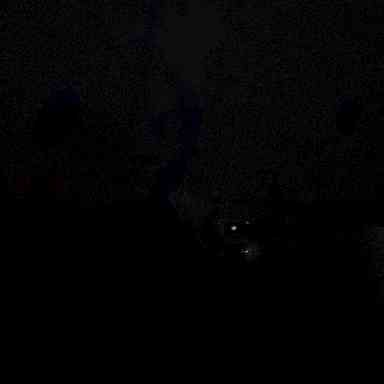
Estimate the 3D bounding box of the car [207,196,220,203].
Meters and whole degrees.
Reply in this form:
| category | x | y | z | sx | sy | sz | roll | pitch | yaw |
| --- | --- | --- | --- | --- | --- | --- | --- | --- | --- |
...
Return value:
| category | x | y | z | sx | sy | sz | roll | pitch | yaw |
| --- | --- | --- | --- | --- | --- | --- | --- | --- | --- |
| car | 3.887 | 1.323 | 61.410 | 1.895 | 1.301 | 4.718 | 0 | 0 | -6 |

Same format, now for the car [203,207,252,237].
| category | x | y | z | sx | sy | sz | roll | pitch | yaw |
| --- | --- | --- | --- | --- | --- | --- | --- | --- | --- |
| car | 1.803 | 1.521 | 17.887 | 1.994 | 1.385 | 4.181 | 0 | 0 | -6 |

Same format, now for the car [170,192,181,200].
| category | x | y | z | sx | sy | sz | roll | pitch | yaw |
| --- | --- | --- | --- | --- | --- | --- | --- | --- | --- |
| car | -3.833 | 1.147 | 82.295 | 1.837 | 1.490 | 4.892 | 0 | 0 | 1 |
